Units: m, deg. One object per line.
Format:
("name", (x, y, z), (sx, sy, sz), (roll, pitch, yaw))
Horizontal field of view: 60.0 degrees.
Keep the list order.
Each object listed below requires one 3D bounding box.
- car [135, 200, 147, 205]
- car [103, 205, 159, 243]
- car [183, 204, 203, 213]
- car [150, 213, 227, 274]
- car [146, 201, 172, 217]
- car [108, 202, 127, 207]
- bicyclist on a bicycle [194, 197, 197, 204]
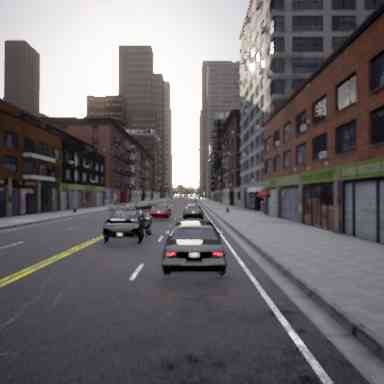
("car", (-6.553, 1.915, 45.059), (1.882, 1.535, 5.008), (0, -1, 0))
("car", (-3.149, 1.652, 16.971), (2.128, 1.511, 4.902), (0, 0, 0))
("car", (0.118, 1.880, 33.360), (1.994, 1.385, 4.181), (0, -1, 0))
("car", (0.072, 1.650, 10.851), (2.033, 1.411, 5.357), (0, 0, 0))
("car", (-3.132, 1.880, 33.383), (1.994, 1.385, 4.181), (0, 0, 0))
("car", (-9.806, 2.032, 44.439), (1.895, 1.301, 4.718), (0, -1, 0))
("bicyclist on a bicycle", (0.961, 2.359, 88.582), (0.866, 1.612, 1.509), (0, -1, 0))
